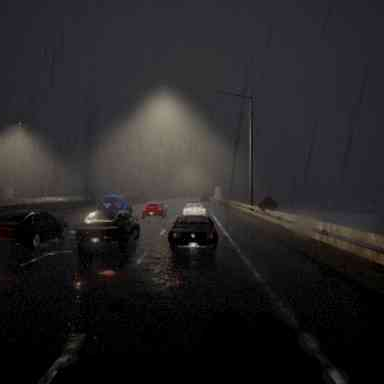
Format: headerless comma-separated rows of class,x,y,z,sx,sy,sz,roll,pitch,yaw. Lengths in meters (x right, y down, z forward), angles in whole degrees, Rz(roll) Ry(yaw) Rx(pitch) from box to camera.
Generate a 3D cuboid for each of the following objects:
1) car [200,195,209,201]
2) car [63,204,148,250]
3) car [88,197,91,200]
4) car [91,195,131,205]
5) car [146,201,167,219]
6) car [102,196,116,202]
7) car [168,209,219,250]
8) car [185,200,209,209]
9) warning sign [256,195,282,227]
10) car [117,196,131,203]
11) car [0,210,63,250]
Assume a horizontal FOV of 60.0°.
car,3.092,1.471,79.795,2.097,1.767,4.553,0,0,3
car,-3.438,1.503,14.301,2.128,1.511,4.902,0,0,0
car,-22.764,1.597,77.452,1.837,1.490,4.892,0,0,2
car,-6.745,1.283,29.317,2.150,2.045,5.566,0,0,1
car,-3.246,1.557,29.225,1.812,1.442,4.674,0,0,1
car,-19.268,1.595,77.288,1.837,1.490,4.892,0,0,2
car,0.062,1.623,14.301,1.895,1.301,4.718,0,0,0
car,0.254,1.639,29.195,1.895,1.301,4.718,0,0,1
warning sign,4.659,1.126,20.290,1.300,1.860,1.060,-1,-1,1
car,-15.772,1.618,77.125,2.128,1.511,4.902,0,0,2
car,-6.937,1.524,14.330,1.837,1.490,4.892,0,0,0
